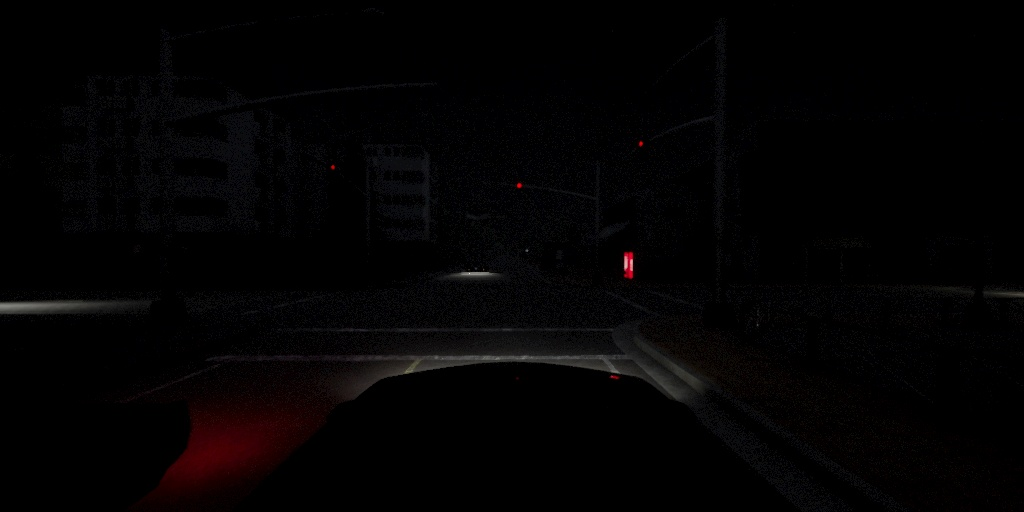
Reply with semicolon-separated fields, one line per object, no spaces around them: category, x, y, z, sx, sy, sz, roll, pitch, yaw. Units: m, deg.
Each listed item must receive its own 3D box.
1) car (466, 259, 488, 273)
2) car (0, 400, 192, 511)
car;-3.511;0.985;37.030;1.994;1.385;4.181;0;1;0
car;-3.485;1.387;0.584;1.895;1.301;4.718;0;1;0
